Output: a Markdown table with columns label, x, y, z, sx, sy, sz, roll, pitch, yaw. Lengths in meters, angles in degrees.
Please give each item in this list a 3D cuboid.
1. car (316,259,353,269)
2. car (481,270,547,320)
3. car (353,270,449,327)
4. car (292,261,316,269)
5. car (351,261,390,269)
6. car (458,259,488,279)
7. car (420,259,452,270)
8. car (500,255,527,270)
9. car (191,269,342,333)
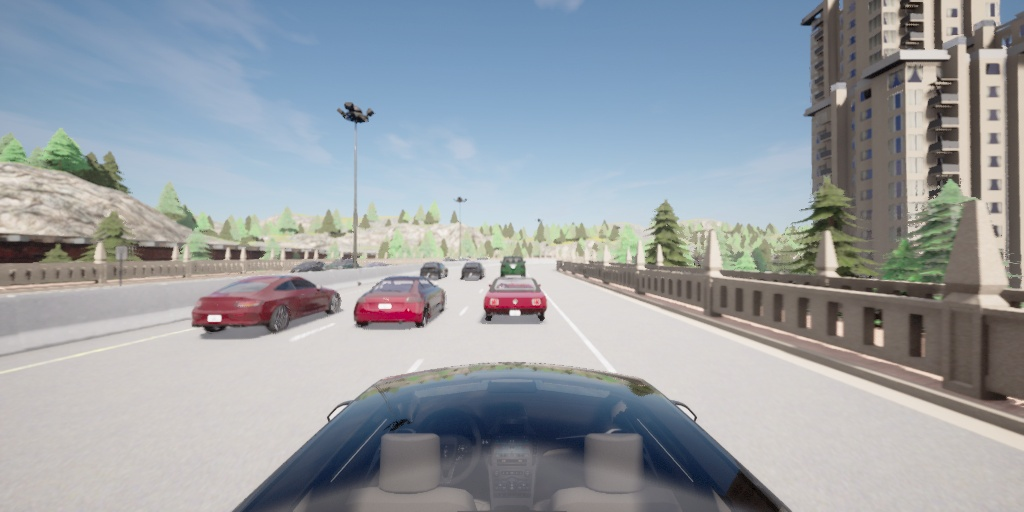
| label | x | y | z | sx | sy | sz | roll | pitch | yaw |
| --- | --- | --- | --- | --- | --- | --- | --- | --- | --- |
| car | -17.528 | 1.104 | 36.814 | 2.097 | 1.767 | 4.553 | 0 | 0 | 1 |
| car | 0.097 | 1.354 | 12.565 | 1.895 | 1.301 | 4.718 | 0 | 0 | 0 |
| car | -3.404 | 1.317 | 11.614 | 1.994 | 1.385 | 4.181 | 0 | 0 | 0 |
| car | -21.024 | 1.256 | 37.535 | 1.837 | 1.490 | 4.892 | 0 | 1 | 1 |
| car | -14.068 | 1.301 | 36.834 | 2.033 | 1.411 | 5.357 | 0 | 0 | 1 |
| car | -3.408 | 1.259 | 32.136 | 1.837 | 1.490 | 4.892 | 0 | 0 | 0 |
| car | -6.908 | 1.259 | 32.141 | 1.837 | 1.490 | 4.892 | 0 | 0 | 0 |
| car | 0.092 | 0.976 | 31.566 | 2.150 | 2.045 | 5.566 | 0 | 0 | 0 |
| car | -6.902 | 1.278 | 10.622 | 1.812 | 1.442 | 4.674 | 0 | 0 | 0 |
